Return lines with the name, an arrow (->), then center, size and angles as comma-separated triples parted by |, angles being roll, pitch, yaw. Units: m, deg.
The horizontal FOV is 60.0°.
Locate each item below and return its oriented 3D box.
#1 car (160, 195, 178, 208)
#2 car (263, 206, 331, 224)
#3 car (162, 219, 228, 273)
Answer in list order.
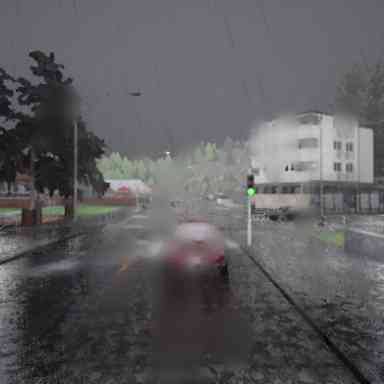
car -> -3.973, 1.477, 54.679 | 2.150, 2.045, 5.566 | 0, -1, 0
car -> 7.947, 1.717, 25.232 | 4.718, 1.301, 1.895 | 0, 0, -1
car -> 0.092, 1.575, 10.681 | 1.812, 1.442, 4.674 | 0, 0, 0
